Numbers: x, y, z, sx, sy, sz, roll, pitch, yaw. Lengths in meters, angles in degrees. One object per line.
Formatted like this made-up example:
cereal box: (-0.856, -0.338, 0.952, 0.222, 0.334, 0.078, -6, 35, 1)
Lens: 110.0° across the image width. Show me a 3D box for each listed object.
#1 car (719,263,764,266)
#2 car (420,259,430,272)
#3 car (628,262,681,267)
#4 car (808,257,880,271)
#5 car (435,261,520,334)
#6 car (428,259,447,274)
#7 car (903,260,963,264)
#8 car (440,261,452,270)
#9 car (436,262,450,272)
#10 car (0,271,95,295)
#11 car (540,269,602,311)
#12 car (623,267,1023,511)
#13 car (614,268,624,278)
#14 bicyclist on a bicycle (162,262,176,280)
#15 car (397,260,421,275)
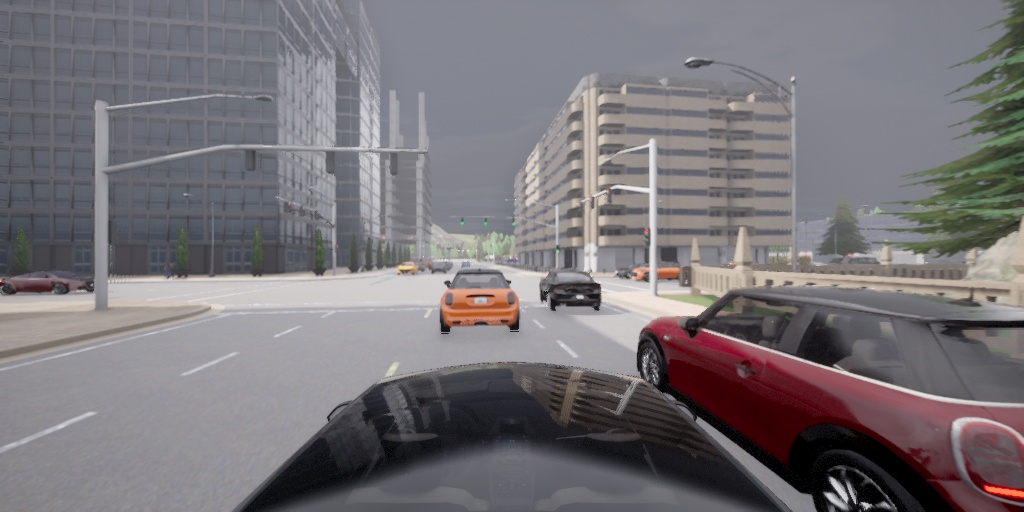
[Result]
car: (21.399, 1.429, 32.011, 4.674, 1.442, 1.812, 0, 0, -8)
car: (-13.789, 1.566, 52.627, 2.128, 1.511, 4.902, 0, 0, -8)
car: (12.506, 1.277, 30.764, 4.553, 1.767, 2.097, 0, 0, -8)
car: (31.244, 1.100, 33.414, 5.566, 2.045, 2.150, 0, 0, -9)
car: (-1.039, 1.157, 11.150, 2.097, 1.767, 4.553, 0, 0, -7)
car: (-9.456, 1.533, 46.707, 1.837, 1.490, 4.892, 0, 0, -8)
car: (41.458, 1.206, 34.812, 4.553, 1.767, 2.097, 0, 0, -8)
car: (-11.777, 1.637, 64.266, 1.837, 1.490, 4.892, 0, 0, -7)
car: (-10.641, 1.644, 55.525, 1.994, 1.385, 4.181, 0, 0, -7)
car: (-27.332, 1.566, 21.405, 4.181, 1.385, 1.994, 0, 0, -8)
car: (2.290, 1.293, 14.989, 1.882, 1.535, 5.008, 0, 0, -2)
car: (3.105, 1.103, 3.889, 2.097, 1.767, 4.553, 0, 0, -3)
car: (12.222, 1.437, 34.261, 4.902, 1.511, 2.128, 0, 0, -8)
bicyclist on a bicycle: (-31.485, 1.379, 32.921, 0.582, 1.620, 1.656, 0, 0, -8)
car: (-12.533, 1.497, 43.290, 1.882, 1.535, 5.008, 0, 0, -7)
